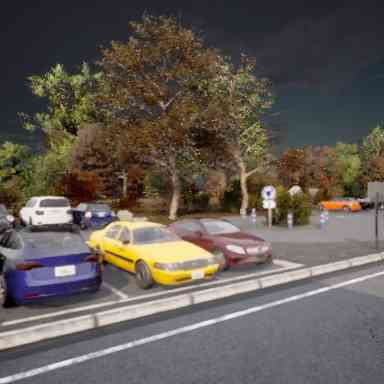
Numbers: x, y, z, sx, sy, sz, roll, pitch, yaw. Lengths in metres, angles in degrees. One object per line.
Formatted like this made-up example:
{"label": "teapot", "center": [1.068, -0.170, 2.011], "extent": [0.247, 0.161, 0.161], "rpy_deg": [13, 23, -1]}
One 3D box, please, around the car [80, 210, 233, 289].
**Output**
{"label": "car", "center": [-1.405, 1.552, 9.768], "extent": [1.946, 1.575, 5.366], "rpy_deg": [0, 0, -35]}

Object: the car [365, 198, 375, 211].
{"label": "car", "center": [19.116, 1.513, 40.171], "extent": [2.097, 1.535, 5.008], "rpy_deg": [0, 0, -35]}

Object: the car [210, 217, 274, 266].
{"label": "car", "center": [0.634, 1.608, 11.460], "extent": [2.002, 1.452, 4.674], "rpy_deg": [0, -1, -35]}

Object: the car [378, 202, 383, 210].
{"label": "car", "center": [23.827, 1.532, 43.506], "extent": [2.231, 1.521, 4.892], "rpy_deg": [0, 0, -35]}

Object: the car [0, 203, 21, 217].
{"label": "car", "center": [-11.468, 1.414, 18.932], "extent": [2.185, 1.767, 4.553], "rpy_deg": [0, 0, -35]}

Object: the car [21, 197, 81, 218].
{"label": "car", "center": [-9.092, 1.303, 20.614], "extent": [2.435, 2.045, 5.566], "rpy_deg": [0, 0, -35]}

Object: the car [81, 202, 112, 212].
{"label": "car", "center": [-6.786, 1.442, 22.176], "extent": [2.185, 1.767, 4.553], "rpy_deg": [0, 0, -35]}

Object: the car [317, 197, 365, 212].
{"label": "car", "center": [16.925, 1.379, 38.594], "extent": [2.185, 1.767, 4.553], "rpy_deg": [0, 0, -35]}

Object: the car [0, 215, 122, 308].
{"label": "car", "center": [-3.799, 1.571, 8.333], "extent": [2.163, 1.488, 4.792], "rpy_deg": [0, 0, -35]}
